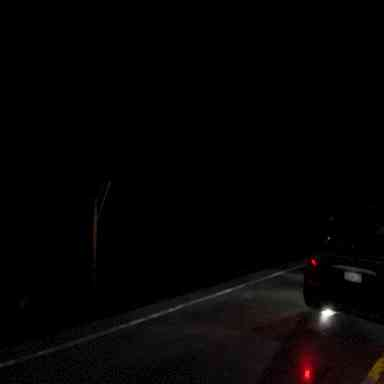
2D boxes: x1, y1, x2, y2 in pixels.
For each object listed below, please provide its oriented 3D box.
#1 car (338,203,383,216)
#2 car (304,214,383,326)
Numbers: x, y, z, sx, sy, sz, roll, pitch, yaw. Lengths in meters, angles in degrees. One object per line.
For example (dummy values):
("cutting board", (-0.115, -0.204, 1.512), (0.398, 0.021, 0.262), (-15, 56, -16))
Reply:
("car", (6.089, 1.409, 11.328), (2.150, 2.045, 5.566), (0, -1, 35))
("car", (4.325, 1.463, 6.766), (4.553, 1.767, 2.097), (2, -1, -38))
